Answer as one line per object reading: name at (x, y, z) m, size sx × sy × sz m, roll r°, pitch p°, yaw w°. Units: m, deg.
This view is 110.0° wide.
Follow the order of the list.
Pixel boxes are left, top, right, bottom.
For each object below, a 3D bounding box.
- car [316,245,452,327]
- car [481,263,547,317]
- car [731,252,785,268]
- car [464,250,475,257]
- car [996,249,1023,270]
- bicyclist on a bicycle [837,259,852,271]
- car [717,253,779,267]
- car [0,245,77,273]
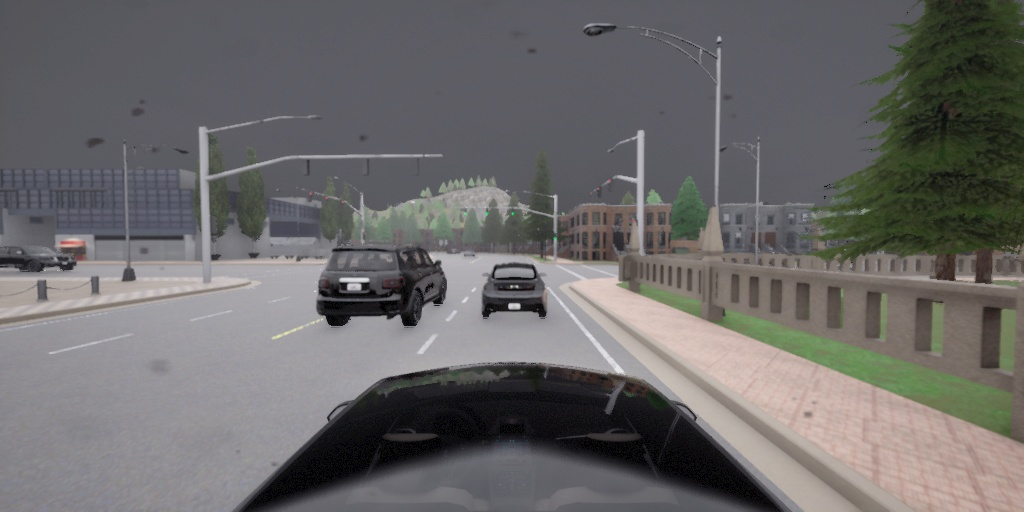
car at (-3.435, 0.704, 10.543) m, size 2.150 × 2.045 × 5.566 m, roll 0°, pitch 1°, yaw 0°
car at (0.075, 0.958, 11.579) m, size 1.837 × 1.490 × 4.892 m, roll 0°, pitch 2°, yaw 0°
car at (21.336, 0.392, 31.105) m, size 4.674 × 1.442 × 1.812 m, roll 0°, pitch 2°, yaw 0°
car at (-7.262, -0.442, 61.359) m, size 1.895 × 1.301 × 4.718 m, roll 0°, pitch 2°, yaw -7°
car at (40.345, 0.325, 27.504) m, size 4.553 × 1.767 × 2.097 m, roll 0°, pitch 2°, yaw 0°
bicyclist on a bicycle at (18.705, 0.496, 20.138) m, size 0.582 × 1.620 × 1.656 m, roll 0°, pitch 1°, yaw 0°
car at (22.656, 0.361, 34.606) m, size 4.718 × 1.301 × 1.895 m, roll 0°, pitch 2°, yaw 0°
car at (-36.936, 0.200, 27.381) m, size 5.566 × 2.045 × 2.150 m, roll 0°, pitch 2°, yaw 0°
